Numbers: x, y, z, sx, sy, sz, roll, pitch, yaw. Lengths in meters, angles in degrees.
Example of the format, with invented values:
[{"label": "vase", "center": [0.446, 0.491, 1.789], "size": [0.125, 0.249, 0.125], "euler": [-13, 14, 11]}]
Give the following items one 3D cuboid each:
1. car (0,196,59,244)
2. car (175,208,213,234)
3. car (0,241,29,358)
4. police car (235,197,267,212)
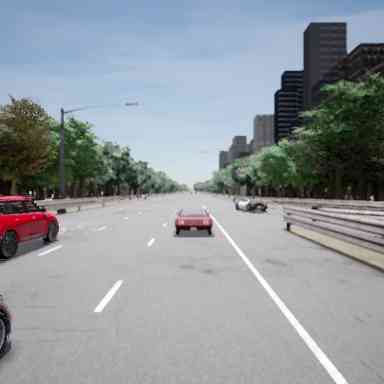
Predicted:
[{"label": "car", "center": [-6.911, 1.153, 12.226], "size": [2.150, 2.045, 5.566], "euler": [0, 0, 0]}, {"label": "car", "center": [0.082, 1.504, 18.458], "size": [1.895, 1.301, 4.718], "euler": [0, 0, 0]}, {"label": "car", "center": [-3.405, 1.510, 2.679], "size": [1.812, 1.442, 4.674], "euler": [0, 0, 0]}, {"label": "police car", "center": [6.262, 1.370, 36.284], "size": [2.038, 1.542, 4.974], "euler": [0, 0, -15]}]
